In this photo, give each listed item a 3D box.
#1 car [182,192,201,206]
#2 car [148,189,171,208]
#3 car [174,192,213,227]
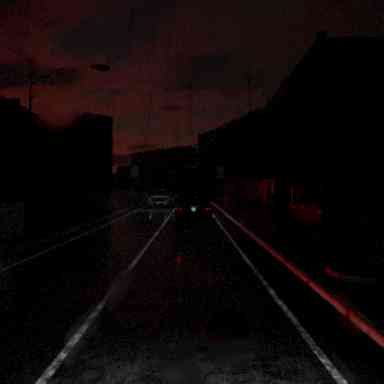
[{"bbox_3d":[-0.111,0.775,41.673,2.128,1.511,4.902,0,2,-2],"label":"car"},{"bbox_3d":[-3.534,0.713,37.248,2.150,2.045,5.566,0,2,0],"label":"car"},{"bbox_3d":[0.085,0.976,20.712,2.150,2.045,5.566,0,1,0],"label":"car"}]
